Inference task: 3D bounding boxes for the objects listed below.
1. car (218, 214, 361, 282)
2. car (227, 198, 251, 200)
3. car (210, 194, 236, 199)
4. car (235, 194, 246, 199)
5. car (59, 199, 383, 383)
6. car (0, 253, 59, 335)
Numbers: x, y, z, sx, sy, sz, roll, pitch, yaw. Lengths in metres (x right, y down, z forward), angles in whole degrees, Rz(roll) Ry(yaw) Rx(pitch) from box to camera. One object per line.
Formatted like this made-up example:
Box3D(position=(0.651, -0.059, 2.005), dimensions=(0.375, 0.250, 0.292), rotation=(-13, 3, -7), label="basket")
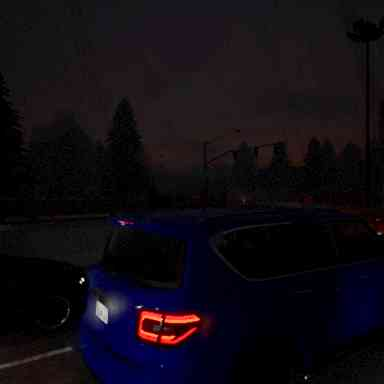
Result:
Box3D(position=(3.063, 1.513, 10.201), dimensions=(4.181, 1.385, 1.994), rotation=(-1, 0, -34), label="car")
Box3D(position=(5.076, 1.458, 28.695), dimensions=(4.718, 1.301, 1.895), rotation=(-1, 0, -36), label="car")
Box3D(position=(3.865, 1.344, 48.086), dimensions=(1.994, 1.385, 4.181), rotation=(-1, 0, -35), label="car")
Box3D(position=(6.967, 1.106, 49.759), dimensions=(2.097, 1.767, 4.553), rotation=(-1, 0, -35), label="car")
Box3D(position=(1.342, 1.205, 4.685), dimensions=(5.566, 2.045, 2.150), rotation=(-1, 0, -35), label="car")
Box3D(position=(-3.782, 1.564, 5.339), dimensions=(4.181, 1.385, 1.994), rotation=(0, 0, -36), label="car")
